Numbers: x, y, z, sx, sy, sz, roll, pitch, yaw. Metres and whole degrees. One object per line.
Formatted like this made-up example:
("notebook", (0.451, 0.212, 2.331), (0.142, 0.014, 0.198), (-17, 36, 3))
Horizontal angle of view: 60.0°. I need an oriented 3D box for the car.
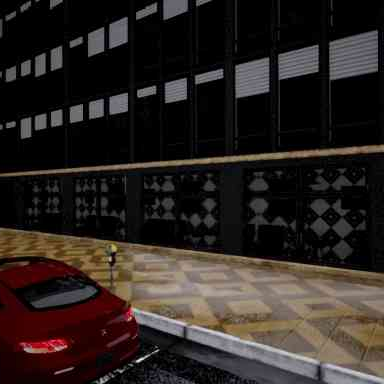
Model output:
("car", (-2.578, 1.582, 4.665), (4.206, 1.307, 1.802), (0, 0, 35))
